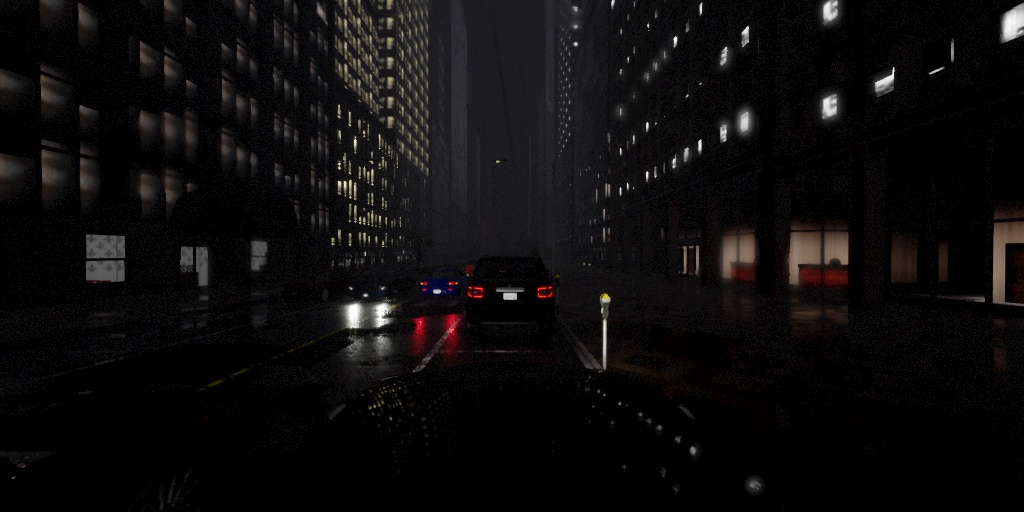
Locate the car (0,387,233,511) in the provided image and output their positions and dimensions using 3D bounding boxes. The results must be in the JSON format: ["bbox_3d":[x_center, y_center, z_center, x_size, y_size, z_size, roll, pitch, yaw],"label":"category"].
[{"bbox_3d":[-3.045,1.242,0.737,2.128,1.511,4.902,0,0,0],"label":"car"}]

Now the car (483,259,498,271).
[{"bbox_3d":[-3.045,1.245,50.962,1.837,1.490,4.892,0,0,0],"label":"car"}]

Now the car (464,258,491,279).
[{"bbox_3d":[-3.145,1.096,33.406,2.097,1.767,4.553,0,0,0],"label":"car"}]

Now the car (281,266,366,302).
[{"bbox_3d":[-8.837,1.292,16.839,1.888,1.381,4.507,0,0,0],"label":"car"}]

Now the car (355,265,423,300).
[{"bbox_3d":[-6.247,1.294,17.962,2.033,1.411,5.357,0,0,0],"label":"car"}]

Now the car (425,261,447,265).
[{"bbox_3d":[-8.837,1.293,39.574,2.007,1.370,4.403,0,0,0],"label":"car"}]

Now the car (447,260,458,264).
[{"bbox_3d":[-8.837,1.291,50.940,2.007,1.370,4.403,0,0,0],"label":"car"}]

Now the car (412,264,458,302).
[{"bbox_3d":[-3.058,1.273,16.924,1.812,1.442,4.674,0,0,0],"label":"car"}]

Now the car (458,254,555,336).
[{"bbox_3d":[-0.039,0.976,10.531,2.150,2.045,5.566,0,0,0],"label":"car"}]
